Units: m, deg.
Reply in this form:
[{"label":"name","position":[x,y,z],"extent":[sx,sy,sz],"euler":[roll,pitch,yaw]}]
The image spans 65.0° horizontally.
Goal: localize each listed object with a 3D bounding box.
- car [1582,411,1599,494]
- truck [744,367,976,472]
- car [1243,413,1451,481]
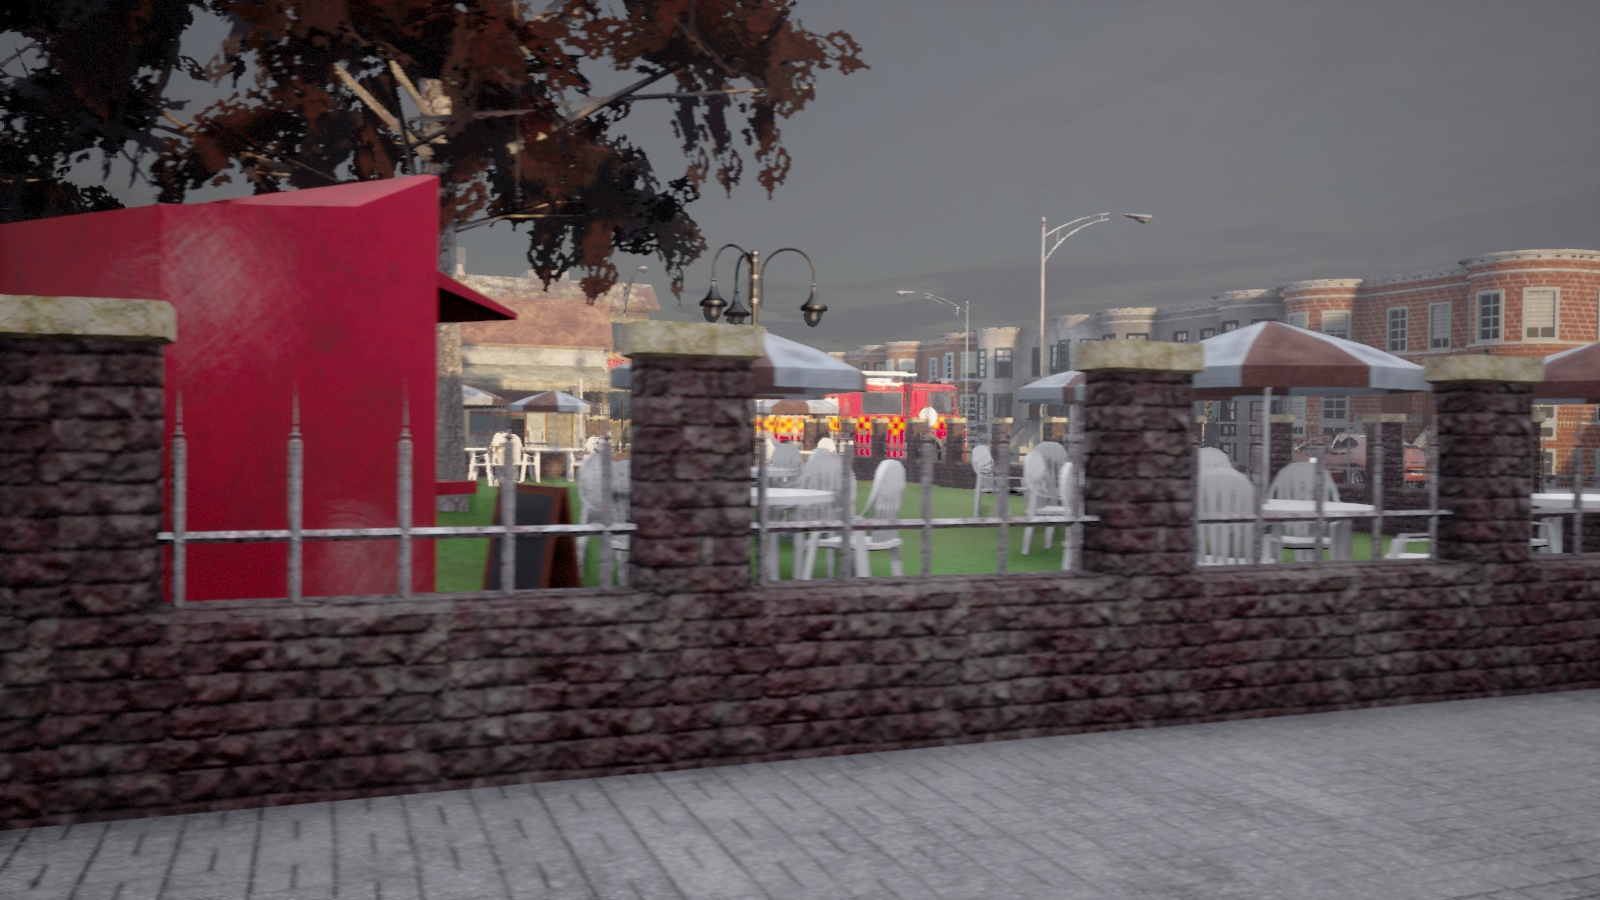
[{"label":"car","position":[17.844,0.060,23.898],"extent":[2.242,1.667,4.611],"euler":[-1,1,-21]},{"label":"truck","position":[2.226,-1.176,48.227],"extent":[8.468,3.827,2.891],"euler":[-1,1,-8]},{"label":"car","position":[14.301,-0.118,33.203],"extent":[2.152,1.651,5.027],"euler":[-1,1,-20]}]
